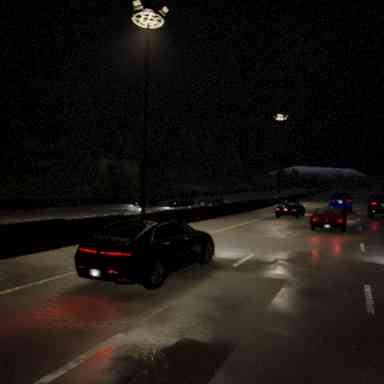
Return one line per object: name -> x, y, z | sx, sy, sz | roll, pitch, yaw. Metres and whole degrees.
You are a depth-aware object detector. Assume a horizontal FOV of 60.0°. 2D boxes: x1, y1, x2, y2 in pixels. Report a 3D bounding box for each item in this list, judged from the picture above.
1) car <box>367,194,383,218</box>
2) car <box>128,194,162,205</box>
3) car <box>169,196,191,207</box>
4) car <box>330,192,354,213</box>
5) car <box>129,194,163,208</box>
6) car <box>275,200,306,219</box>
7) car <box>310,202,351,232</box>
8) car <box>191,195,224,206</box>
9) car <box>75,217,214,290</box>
car -> 16.461, 1.178, 28.658 | 2.150, 2.045, 5.566 | 1, 1, 26
car -> -6.398, 0.991, 46.013 | 2.033, 1.411, 5.357 | 1, 1, 27
car -> -1.141, 1.145, 40.864 | 1.994, 1.385, 4.181 | 1, 1, 26
car -> 16.177, 1.062, 36.008 | 2.150, 2.045, 5.566 | 1, 1, 26
car -> -5.301, 1.048, 40.352 | 1.837, 1.490, 4.892 | 1, 1, 26
car -> 8.405, 1.419, 28.150 | 2.033, 1.411, 5.357 | 1, 1, 26
car -> 8.428, 1.569, 20.269 | 1.895, 1.301, 4.718 | 1, 1, 26
car -> 2.260, 1.124, 39.844 | 2.128, 1.511, 4.902 | 1, 1, 26
car -> -0.953, 1.438, 9.122 | 1.837, 1.490, 4.892 | 1, 0, 26
